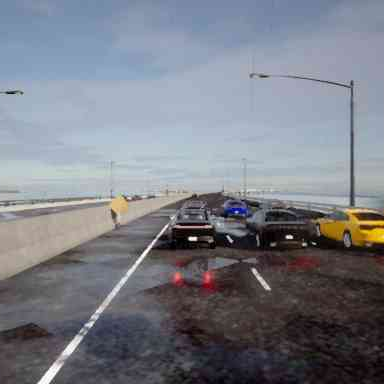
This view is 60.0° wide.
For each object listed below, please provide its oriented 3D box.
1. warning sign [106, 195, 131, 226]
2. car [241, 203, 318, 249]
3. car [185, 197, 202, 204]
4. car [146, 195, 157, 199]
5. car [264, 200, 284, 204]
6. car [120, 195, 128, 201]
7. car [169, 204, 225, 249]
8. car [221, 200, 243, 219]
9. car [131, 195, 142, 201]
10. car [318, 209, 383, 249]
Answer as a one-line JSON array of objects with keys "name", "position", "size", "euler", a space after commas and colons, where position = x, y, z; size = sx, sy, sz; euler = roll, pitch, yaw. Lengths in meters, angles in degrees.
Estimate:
[{"name": "warning sign", "position": [-4.478, 1.112, 20.456], "size": [1.300, 1.860, 1.060], "euler": [0, 0, 0]}, {"name": "car", "position": [3.540, 1.484, 14.521], "size": [1.882, 1.535, 5.008], "euler": [0, 0, 0]}, {"name": "car", "position": [0.161, 1.487, 29.511], "size": [2.128, 1.511, 4.902], "euler": [0, 0, 1]}, {"name": "car", "position": [-9.401, 1.432, 77.791], "size": [1.994, 1.385, 4.181], "euler": [0, 0, 2]}, {"name": "car", "position": [7.161, 1.487, 29.435], "size": [2.128, 1.511, 4.902], "euler": [0, 0, 1]}, {"name": "car", "position": [-16.398, 1.405, 77.994], "size": [2.128, 1.511, 4.902], "euler": [0, 0, 2]}, {"name": "car", "position": [0.040, 1.495, 14.540], "size": [2.128, 1.511, 4.902], "euler": [0, 0, 0]}, {"name": "car", "position": [3.661, 1.477, 29.473], "size": [1.882, 1.535, 5.008], "euler": [0, 0, 1]}, {"name": "car", "position": [-12.900, 1.357, 77.892], "size": [1.882, 1.535, 5.008], "euler": [0, 0, 2]}, {"name": "car", "position": [7.040, 1.484, 14.502], "size": [1.882, 1.535, 5.008], "euler": [0, 0, 0]}]
